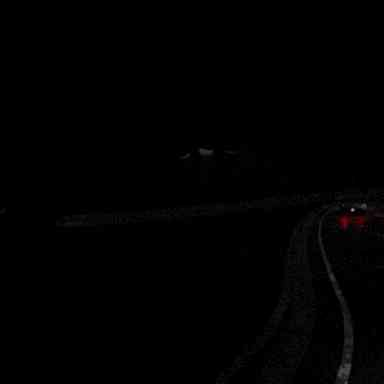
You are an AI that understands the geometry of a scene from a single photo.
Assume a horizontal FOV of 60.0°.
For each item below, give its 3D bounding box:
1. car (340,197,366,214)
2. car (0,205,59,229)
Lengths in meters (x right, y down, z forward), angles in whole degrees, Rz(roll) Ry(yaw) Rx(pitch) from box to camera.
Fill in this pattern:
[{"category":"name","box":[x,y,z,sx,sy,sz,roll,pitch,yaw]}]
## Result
[{"category":"car","box":[13.413,1.055,27.729,1.895,1.301,4.718,-1,1,26]},{"category":"car","box":[-10.784,1.560,20.414,4.902,1.511,2.128,-2,1,-37]}]
